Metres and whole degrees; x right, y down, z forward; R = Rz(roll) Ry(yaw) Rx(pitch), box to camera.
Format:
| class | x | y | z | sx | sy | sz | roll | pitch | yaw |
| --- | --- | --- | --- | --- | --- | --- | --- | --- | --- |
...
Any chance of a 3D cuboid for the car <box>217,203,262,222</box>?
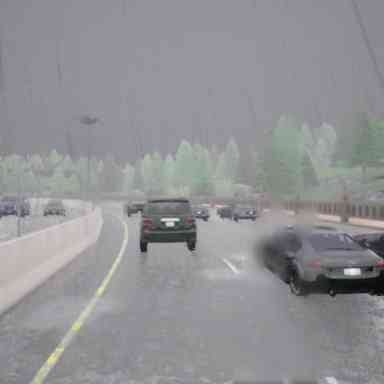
| class | x | y | z | sx | sy | sz | roll | pitch | yaw |
| --- | --- | --- | --- | --- | --- | --- | --- | --- | --- |
| car | 3.602 | 1.540 | 26.149 | 2.033 | 1.411 | 5.357 | 0 | 0 | -14 |

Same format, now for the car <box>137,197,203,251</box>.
| class | x | y | z | sx | sy | sz | roll | pitch | yaw |
| --- | --- | --- | --- | --- | --- | --- | --- | --- | --- |
| car | -1.164 | 1.226 | 14.393 | 2.150 | 2.045 | 5.566 | 0 | 0 | -8 |

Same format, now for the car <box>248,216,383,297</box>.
| class | x | y | z | sx | sy | sz | roll | pitch | yaw |
| --- | --- | --- | --- | --- | --- | --- | --- | --- | --- |
| car | 3.027 | 1.556 | 8.609 | 1.994 | 1.385 | 4.181 | 0 | 0 | -5 |

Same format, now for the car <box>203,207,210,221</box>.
| class | x | y | z | sx | sy | sz | roll | pitch | yaw |
| --- | --- | --- | --- | --- | --- | --- | --- | --- | --- |
| car | -0.127 | 1.550 | 26.635 | 2.033 | 1.411 | 5.357 | 0 | 0 | -15 |

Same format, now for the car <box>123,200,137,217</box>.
| class | x | y | z | sx | sy | sz | roll | pitch | yaw |
| --- | --- | --- | --- | --- | --- | --- | --- | --- | --- |
| car | -5.472 | 1.524 | 32.003 | 1.837 | 1.490 | 4.892 | 0 | 0 | -18 |
